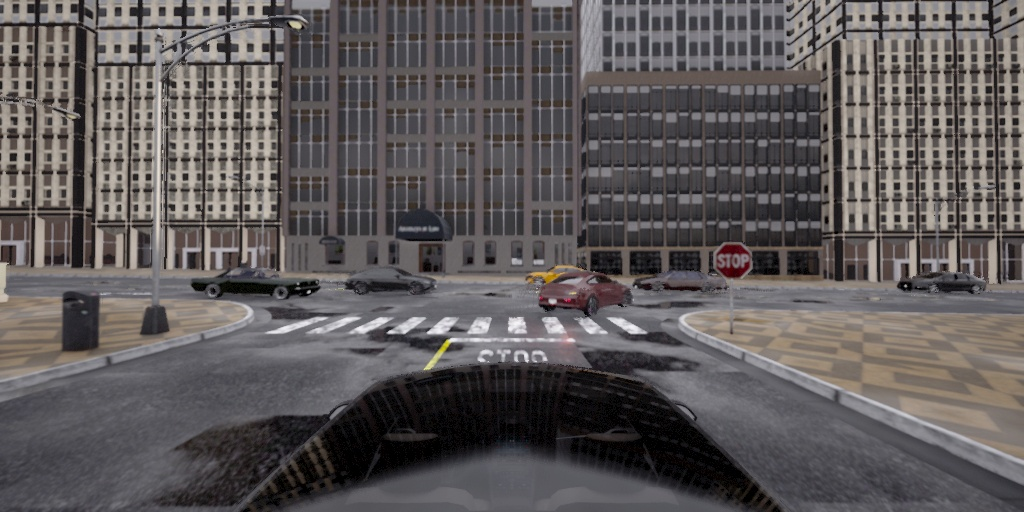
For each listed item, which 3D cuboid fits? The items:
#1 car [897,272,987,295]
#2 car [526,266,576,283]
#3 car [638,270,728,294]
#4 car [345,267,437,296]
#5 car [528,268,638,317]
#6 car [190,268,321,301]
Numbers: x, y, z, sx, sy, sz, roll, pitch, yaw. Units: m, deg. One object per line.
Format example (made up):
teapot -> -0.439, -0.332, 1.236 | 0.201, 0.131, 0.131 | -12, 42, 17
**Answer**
car -> 30.310, 1.902, 25.365 | 4.892, 1.490, 1.837 | 1, -1, 1
car -> 3.503, 1.439, 25.720 | 5.008, 1.535, 1.882 | 1, -1, 1
car -> 10.418, 1.579, 22.380 | 5.357, 1.411, 2.033 | 1, -1, 1
car -> -6.390, 1.321, 19.120 | 4.674, 1.442, 1.812 | 1, 0, 1
car -> 2.843, 1.321, 13.521 | 1.812, 1.442, 4.674 | -1, -1, 41
car -> -11.223, 1.213, 15.965 | 4.718, 1.301, 1.895 | 2, -1, 1
